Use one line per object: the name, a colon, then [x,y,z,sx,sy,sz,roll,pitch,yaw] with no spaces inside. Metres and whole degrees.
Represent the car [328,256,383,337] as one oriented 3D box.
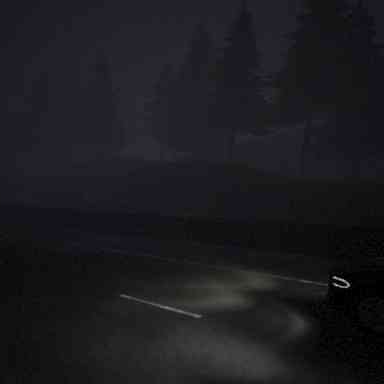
car: [4.699,1.485,4.938,5.008,1.535,1.882,0,0,36]
